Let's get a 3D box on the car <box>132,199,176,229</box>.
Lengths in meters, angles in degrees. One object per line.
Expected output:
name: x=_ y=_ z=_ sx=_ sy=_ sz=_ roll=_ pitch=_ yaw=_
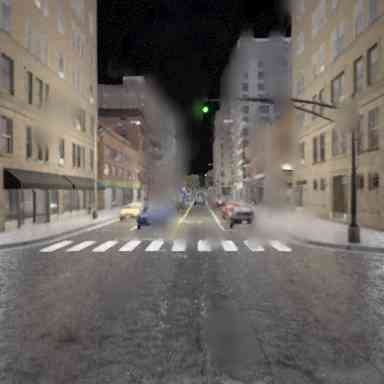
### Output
car: x=-2.336 y=1.483 z=21.776 sx=1.882 sy=1.535 sz=5.008 roll=0 pitch=0 yaw=1

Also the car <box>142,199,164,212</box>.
car: x=-4.513 y=1.575 z=39.006 sx=1.947 sy=1.339 sz=4.313 roll=0 pitch=0 yaw=1

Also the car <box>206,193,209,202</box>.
car: x=3.873 y=1.273 z=55.879 sx=2.192 sy=1.841 sz=5.009 roll=0 pitch=0 yaw=1

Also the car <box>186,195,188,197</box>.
car: x=-1.814 y=1.520 z=41.864 sx=1.812 sy=1.442 sz=4.674 roll=0 pitch=0 yaw=1

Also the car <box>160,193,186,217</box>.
car: x=-2.103 y=1.222 z=31.762 sx=2.150 sy=2.045 sz=5.566 roll=0 pitch=0 yaw=2

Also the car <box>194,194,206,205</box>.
car: x=1.355 y=1.534 z=56.821 sx=1.994 sy=1.385 sz=4.181 roll=0 pitch=0 yaw=1

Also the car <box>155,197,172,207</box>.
car: x=-4.270 y=1.553 z=50.366 sx=2.008 sy=1.369 sz=4.403 roll=0 pitch=0 yaw=1

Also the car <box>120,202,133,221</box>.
car: x=-4.760 y=1.541 z=27.476 sx=1.752 sy=1.417 sz=4.829 roll=0 pitch=0 yaw=1

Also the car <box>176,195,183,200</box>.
car: x=-3.419 y=1.554 z=90.126 sx=1.802 sy=1.307 sz=4.206 roll=0 pitch=0 yaw=1

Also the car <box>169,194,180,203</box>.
car: x=-3.786 y=1.302 z=73.085 sx=2.192 sy=1.841 sz=5.009 roll=0 pitch=0 yaw=1

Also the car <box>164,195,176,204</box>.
car: x=-4.028 y=1.435 z=61.726 sx=1.967 sy=1.590 sz=4.097 roll=0 pitch=0 yaw=1

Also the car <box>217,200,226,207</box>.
car: x=3.267 y=1.557 z=27.476 sx=1.802 sy=1.307 sz=4.206 roll=0 pitch=0 yaw=1

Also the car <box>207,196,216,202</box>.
car: x=4.239 y=1.513 z=72.920 sx=1.947 sy=1.339 sz=4.313 roll=0 pitch=0 yaw=1

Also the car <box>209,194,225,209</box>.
car: x=3.631 y=1.405 z=44.517 sx=1.967 sy=1.590 sz=4.097 roll=0 pitch=0 yaw=1

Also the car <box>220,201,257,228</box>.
car: x=3.145 y=1.529 z=21.796 sx=2.008 sy=1.369 sz=4.403 roll=0 pitch=0 yaw=1
